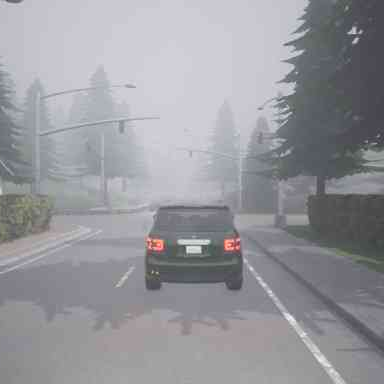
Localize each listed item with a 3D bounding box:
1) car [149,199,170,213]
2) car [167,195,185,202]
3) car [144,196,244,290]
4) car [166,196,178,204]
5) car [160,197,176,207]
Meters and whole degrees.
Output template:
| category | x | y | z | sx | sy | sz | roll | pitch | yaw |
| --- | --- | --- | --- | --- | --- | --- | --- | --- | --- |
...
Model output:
| category | x | y | z | sx | sy | sz | roll | pitch | yaw |
| --- | --- | --- | --- | --- | --- | --- | --- | --- | --- |
| car | -3.642 | 1.564 | 37.785 | 1.994 | 1.385 | 4.181 | 0 | 0 | 0 |
| car | -3.625 | 1.524 | 74.147 | 1.812 | 1.442 | 4.674 | 0 | 0 | -35 |
| car | 0.052 | 1.221 | 9.197 | 2.150 | 2.045 | 5.566 | 0 | 0 | 0 |
| car | -3.825 | 1.492 | 62.435 | 2.128 | 1.511 | 4.902 | 0 | 0 | -4 |
| car | -3.655 | 1.492 | 51.140 | 2.128 | 1.511 | 4.902 | 0 | 0 | 0 |
